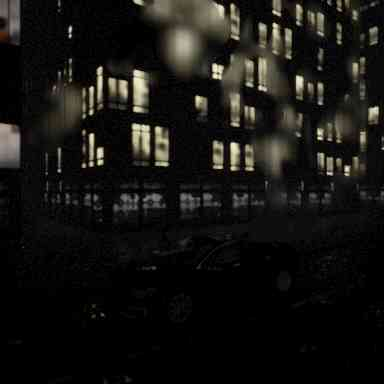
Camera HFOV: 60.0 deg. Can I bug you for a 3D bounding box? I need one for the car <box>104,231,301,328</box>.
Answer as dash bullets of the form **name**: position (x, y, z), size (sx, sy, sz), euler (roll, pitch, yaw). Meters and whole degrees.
- **car**: position (0.424, 1.529, 6.858), size (4.403, 1.369, 2.008), euler (0, 0, -35)
